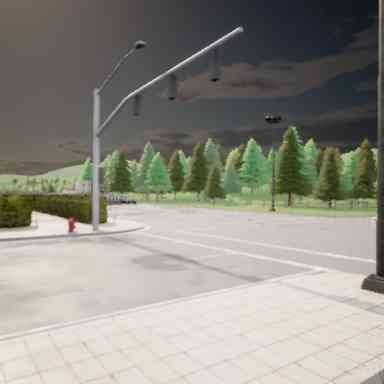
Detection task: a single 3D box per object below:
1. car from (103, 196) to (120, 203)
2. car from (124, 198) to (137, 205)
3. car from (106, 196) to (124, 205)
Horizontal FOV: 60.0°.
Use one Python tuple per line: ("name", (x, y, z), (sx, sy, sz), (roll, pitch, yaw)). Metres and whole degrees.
("car", (-17.920, 1.604, 73.997), (1.882, 1.535, 5.008), (1, 0, -35))
("car", (-12.741, 1.895, 66.466), (1.895, 1.301, 4.718), (1, 0, -35))
("car", (-15.606, 1.748, 64.458), (2.128, 1.511, 4.902), (1, 0, -35))
